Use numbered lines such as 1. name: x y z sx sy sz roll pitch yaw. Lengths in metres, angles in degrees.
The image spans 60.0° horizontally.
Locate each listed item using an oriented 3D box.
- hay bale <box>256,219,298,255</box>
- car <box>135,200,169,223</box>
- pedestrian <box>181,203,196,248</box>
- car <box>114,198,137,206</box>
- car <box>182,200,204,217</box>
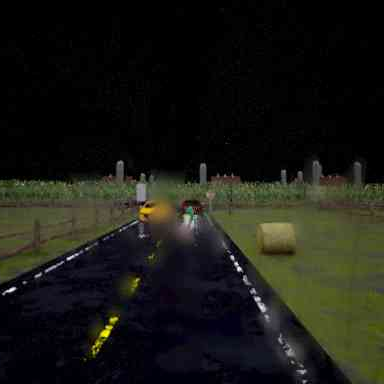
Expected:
1. hay bale: 3.113 1.648 12.350 1.220 1.180 1.240 -1 -1 0
2. car: -2.829 1.458 25.620 1.882 1.535 5.008 0 0 0
3. pedestrian: -0.143 1.285 13.304 0.375 1.860 0.375 1 -1 -3
4. car: -8.650 1.524 47.185 4.718 1.301 1.895 0 -1 20
5. car: 0.066 1.453 31.009 1.882 1.535 5.008 0 0 0
